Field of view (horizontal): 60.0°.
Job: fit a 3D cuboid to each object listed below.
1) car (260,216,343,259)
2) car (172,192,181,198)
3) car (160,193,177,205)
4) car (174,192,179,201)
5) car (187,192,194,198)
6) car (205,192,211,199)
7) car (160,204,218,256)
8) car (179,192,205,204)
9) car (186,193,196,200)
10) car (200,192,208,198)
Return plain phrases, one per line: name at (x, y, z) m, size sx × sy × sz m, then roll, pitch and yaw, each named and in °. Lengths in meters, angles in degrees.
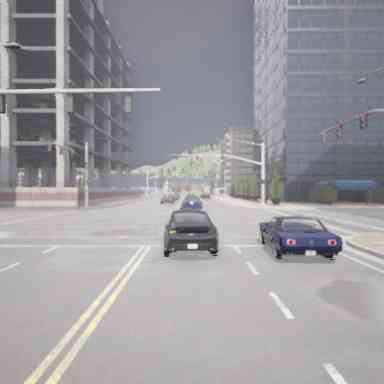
car at (3.667, 1.512, 12.131) m, size 1.895 × 1.301 × 4.718 m, roll 0°, pitch 0°, yaw 3°
car at (-3.757, 0.774, 81.291) m, size 1.837 × 1.490 × 4.892 m, roll 0°, pitch 0°, yaw 0°
car at (-3.735, 1.194, 50.997) m, size 1.994 × 1.385 × 4.181 m, roll 0°, pitch 0°, yaw 0°
car at (-3.730, 1.085, 65.799) m, size 1.994 × 1.385 × 4.181 m, roll 0°, pitch 0°, yaw 0°
car at (-0.277, 0.787, 87.459) m, size 1.812 × 1.442 × 4.674 m, roll 0°, pitch 0°, yaw 0°
car at (3.256, 0.918, 77.136) m, size 1.882 × 1.535 × 5.008 m, roll 0°, pitch 0°, yaw 0°
car at (-0.160, 1.412, 12.723) m, size 1.837 × 1.490 × 4.892 m, roll 0°, pitch 1°, yaw -4°
car at (-0.008, 1.104, 34.177) m, size 2.097 × 1.767 × 4.553 m, roll 0°, pitch 0°, yaw 0°
car at (-0.243, 0.983, 76.808) m, size 2.033 × 1.411 × 5.357 m, roll 0°, pitch 0°, yaw 0°
car at (3.223, 0.741, 87.470) m, size 1.882 × 1.535 × 5.008 m, roll 0°, pitch 0°, yaw 0°
